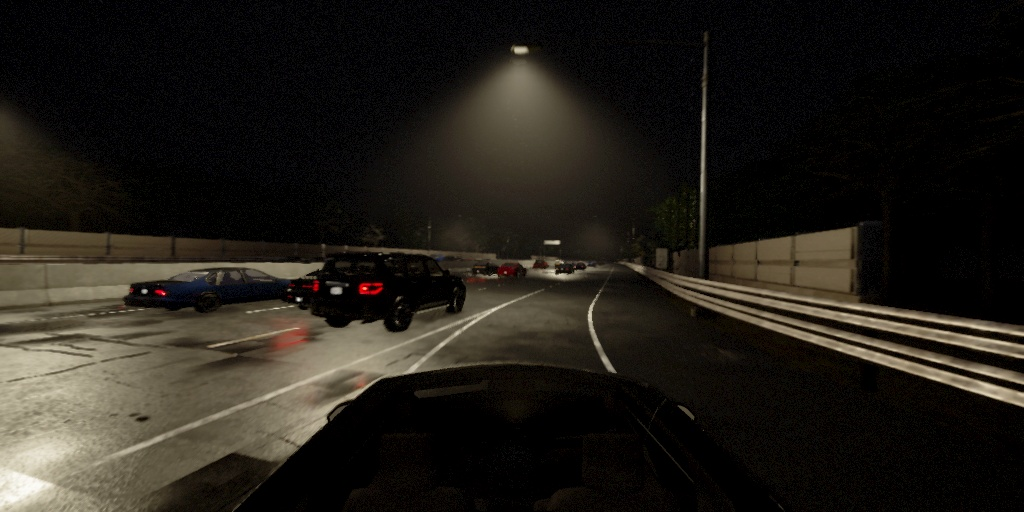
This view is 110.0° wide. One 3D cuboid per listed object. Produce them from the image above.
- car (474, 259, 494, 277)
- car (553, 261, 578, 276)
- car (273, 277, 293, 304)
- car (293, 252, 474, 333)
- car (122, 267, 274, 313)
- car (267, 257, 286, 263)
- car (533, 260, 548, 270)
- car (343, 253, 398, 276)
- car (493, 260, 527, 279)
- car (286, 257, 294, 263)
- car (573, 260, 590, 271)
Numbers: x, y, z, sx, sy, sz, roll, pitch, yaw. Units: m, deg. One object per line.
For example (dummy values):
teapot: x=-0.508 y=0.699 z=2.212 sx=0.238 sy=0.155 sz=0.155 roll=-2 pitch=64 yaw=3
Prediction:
car: x=-2.670 y=1.344 z=37.851 sx=2.128 sy=1.511 sz=4.902 roll=1 pitch=0 yaw=17
car: x=6.585 y=1.639 z=44.459 sx=2.033 sy=1.411 sz=5.357 roll=1 pitch=0 yaw=16
car: x=-6.169 y=1.172 z=13.863 sx=1.837 sy=1.490 sz=4.892 roll=1 pitch=0 yaw=17
car: x=-3.368 y=0.937 z=10.989 sx=2.150 sy=2.045 sz=5.566 roll=1 pitch=0 yaw=17
car: x=-10.098 y=1.120 z=12.936 sx=2.033 sy=1.411 sz=5.357 roll=1 pitch=0 yaw=17
car: x=-24.298 y=0.874 z=39.036 sx=1.837 sy=1.490 sz=4.892 roll=1 pitch=0 yaw=17
car: x=5.220 y=1.509 z=64.639 sx=2.097 sy=1.767 sz=4.553 roll=1 pitch=0 yaw=16
car: x=-14.157 y=0.807 z=36.324 sx=2.150 sy=2.045 sz=5.566 roll=1 pitch=0 yaw=17
car: x=0.113 y=1.380 z=34.931 sx=1.882 sy=1.535 sz=5.008 roll=1 pitch=0 yaw=17
car: x=-20.854 y=0.935 z=38.355 sx=2.128 sy=1.511 sz=4.902 roll=1 pitch=0 yaw=17
car: x=11.931 y=1.848 z=62.679 sx=2.033 sy=1.411 sz=5.357 roll=1 pitch=0 yaw=16
